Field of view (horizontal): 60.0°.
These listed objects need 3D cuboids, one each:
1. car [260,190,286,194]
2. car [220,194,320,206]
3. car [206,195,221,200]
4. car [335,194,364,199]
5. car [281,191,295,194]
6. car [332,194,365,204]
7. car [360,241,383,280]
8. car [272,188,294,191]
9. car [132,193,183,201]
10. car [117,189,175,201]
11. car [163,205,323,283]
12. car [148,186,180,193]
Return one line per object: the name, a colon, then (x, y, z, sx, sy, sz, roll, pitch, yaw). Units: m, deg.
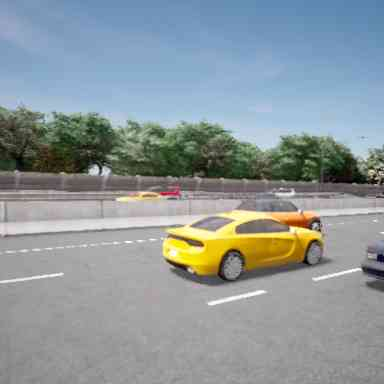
car: (8.662, 0.867, 39.671, 4.892, 1.490, 1.837, 0, 1, -34)
car: (3.795, 1.115, 14.989, 4.553, 1.767, 2.097, 0, 1, -34)
car: (2.293, 1.001, 26.800, 4.892, 1.490, 1.837, 0, 1, -34)
car: (18.265, 1.141, 37.759, 5.357, 1.411, 2.033, 0, 1, -34)
car: (12.792, 0.980, 38.256, 4.892, 1.490, 1.837, 1, 1, -34)
car: (23.513, 1.060, 49.838, 5.357, 1.411, 2.033, 0, 1, -35)
car: (6.375, 1.497, 8.281, 5.357, 1.411, 2.033, 0, 1, -34)
car: (12.011, 0.523, 46.175, 5.566, 2.045, 2.150, 1, 1, -34)
car: (-2.257, 0.983, 27.931, 4.718, 1.301, 1.895, 0, 1, -34)
car: (-4.477, 0.761, 30.646, 5.008, 1.535, 1.882, 0, 1, -34)
car: (1.607, 1.313, 9.253, 5.008, 1.535, 1.882, 0, 1, -34)
car: (-3.741, 0.426, 35.373, 5.566, 2.045, 2.150, 1, 1, -34)
